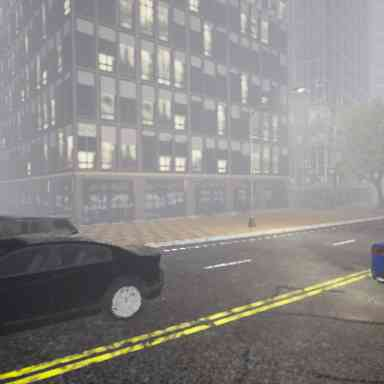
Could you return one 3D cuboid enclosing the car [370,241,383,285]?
[{"bbox_3d":[6.396,1.499,8.386,5.008,1.535,1.882,0,0,-38],"label":"car"}]

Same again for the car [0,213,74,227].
[{"bbox_3d":[-4.878,1.375,8.276,4.553,1.767,2.097,0,0,-36],"label":"car"}]

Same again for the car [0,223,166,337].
[{"bbox_3d":[-2.849,1.493,5.724,5.008,1.535,1.882,0,0,-36],"label":"car"}]
